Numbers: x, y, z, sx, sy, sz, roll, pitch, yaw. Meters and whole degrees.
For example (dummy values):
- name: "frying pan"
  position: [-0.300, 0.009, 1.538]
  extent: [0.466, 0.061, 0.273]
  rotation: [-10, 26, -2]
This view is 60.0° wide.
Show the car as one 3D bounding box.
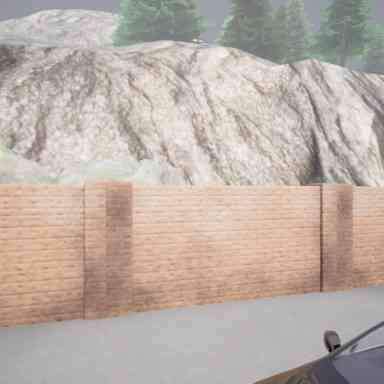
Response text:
- name: "car"
  position: [2.083, 1.492, 1.955]
  extent: [4.902, 1.511, 2.128]
  rotation: [0, 0, -19]
